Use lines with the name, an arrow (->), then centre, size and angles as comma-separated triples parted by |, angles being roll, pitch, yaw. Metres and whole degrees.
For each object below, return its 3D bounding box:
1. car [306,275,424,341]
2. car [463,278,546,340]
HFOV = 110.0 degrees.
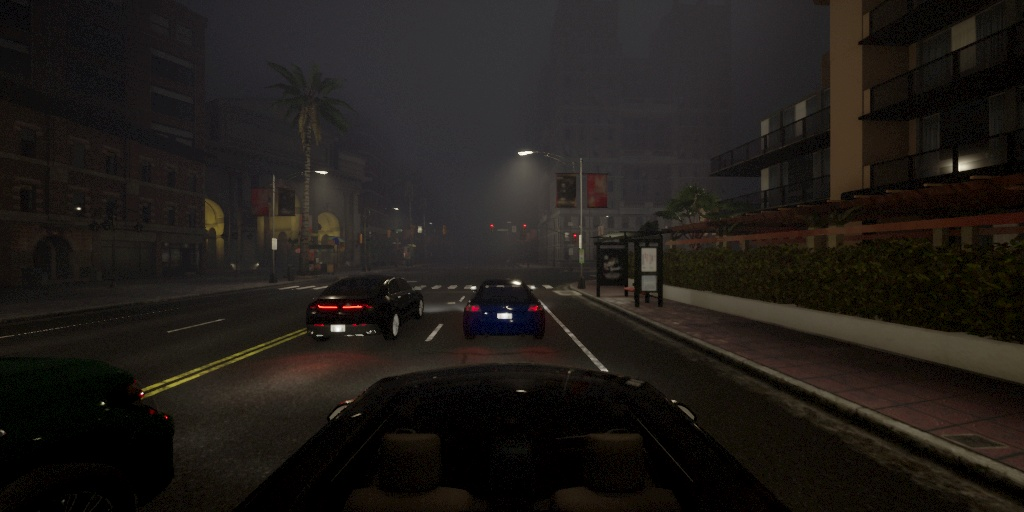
car -> -3.724, 1.255, 9.871 | 1.837, 1.490, 4.892 | 0, 0, -3
car -> -0.235, 1.314, 10.027 | 1.994, 1.385, 4.181 | 0, 0, -2
